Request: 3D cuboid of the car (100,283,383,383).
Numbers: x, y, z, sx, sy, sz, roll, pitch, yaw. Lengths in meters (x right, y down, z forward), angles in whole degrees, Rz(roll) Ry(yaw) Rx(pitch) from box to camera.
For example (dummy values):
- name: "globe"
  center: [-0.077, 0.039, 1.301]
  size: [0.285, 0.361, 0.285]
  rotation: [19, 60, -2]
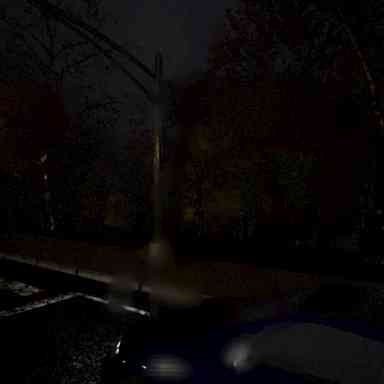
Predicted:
- name: "car"
  center: [1.135, 1.564, 2.873]
  size: [4.181, 1.385, 1.994]
  rotation: [0, 0, 35]
